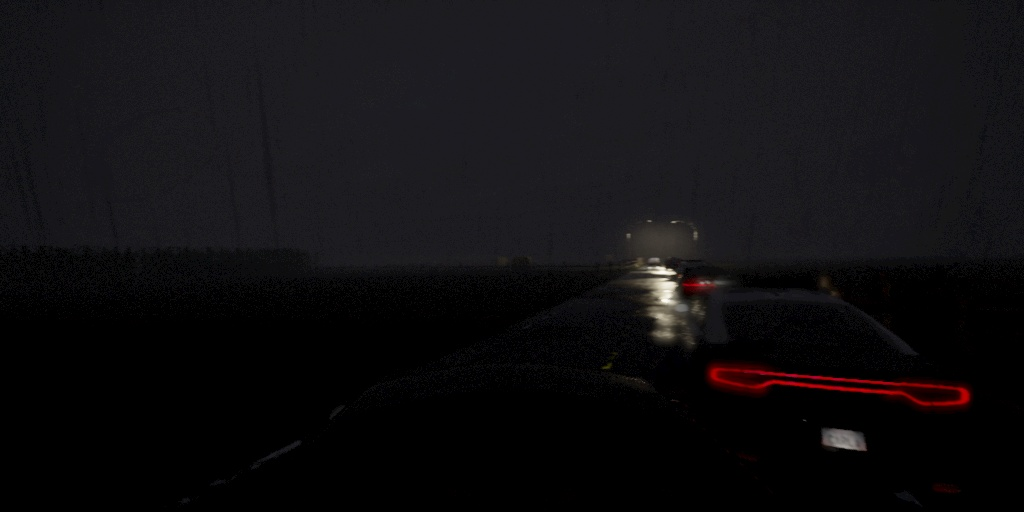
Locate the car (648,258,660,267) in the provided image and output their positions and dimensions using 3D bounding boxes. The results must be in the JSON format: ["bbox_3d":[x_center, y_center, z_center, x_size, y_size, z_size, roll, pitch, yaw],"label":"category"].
[{"bbox_3d":[23.850,1.006,60.143,2.033,1.411,5.357,-2,0,24],"label":"car"}]

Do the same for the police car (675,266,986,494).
[{"bbox_3d":[3.417,1.096,4.949,1.930,1.638,5.238,-2,0,24],"label":"police car"}]

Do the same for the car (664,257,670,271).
[{"bbox_3d":[19.092,0.952,42.399,1.882,1.535,5.008,-2,0,24],"label":"car"}]

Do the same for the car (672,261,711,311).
[{"bbox_3d":[7.408,1.122,13.998,1.837,1.490,4.892,-2,-1,24],"label":"car"}]

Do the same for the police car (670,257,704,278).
[{"bbox_3d":[9.871,1.010,19.589,1.930,1.638,5.238,-2,0,24],"label":"police car"}]
